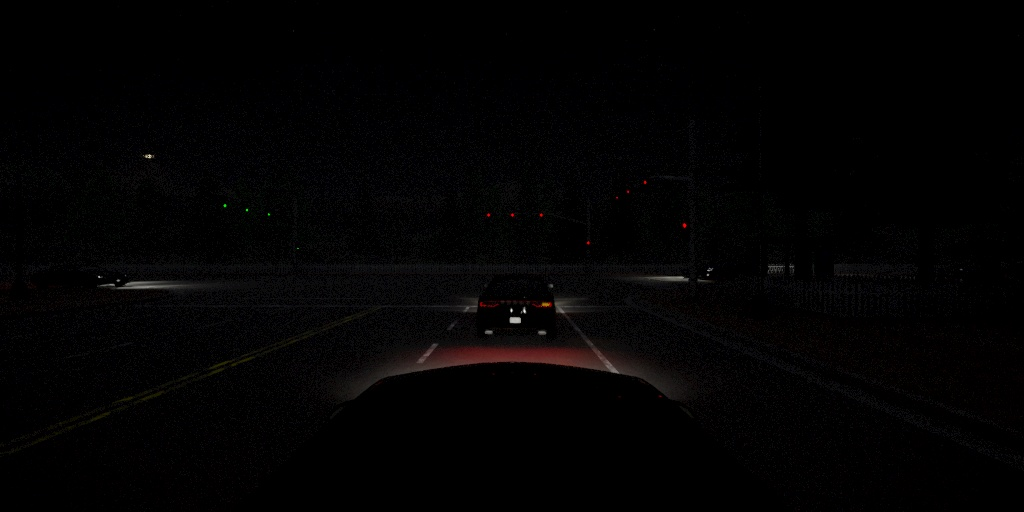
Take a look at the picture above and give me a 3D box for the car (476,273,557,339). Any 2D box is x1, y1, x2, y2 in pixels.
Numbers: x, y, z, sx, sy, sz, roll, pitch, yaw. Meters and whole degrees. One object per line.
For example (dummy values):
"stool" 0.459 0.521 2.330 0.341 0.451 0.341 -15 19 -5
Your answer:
"car" 0.173 1.228 10.168 1.882 1.535 5.008 0 0 2

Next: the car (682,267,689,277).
"car" 17.707 1.258 32.513 4.181 1.385 1.994 0 0 1

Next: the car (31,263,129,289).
"car" -26.579 1.220 22.081 4.674 1.442 1.812 0 0 0

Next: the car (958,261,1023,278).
"car" 38.744 1.220 27.908 4.674 1.442 1.812 0 0 12

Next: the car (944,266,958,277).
"car" 40.772 1.186 31.009 4.902 1.511 2.128 0 0 14

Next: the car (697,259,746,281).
"car" 17.506 1.046 29.015 4.553 1.767 2.097 0 0 1

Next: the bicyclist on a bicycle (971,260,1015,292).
"bicyclist on a bicycle" 22.821 0.995 17.030 0.582 1.620 1.656 0 0 0
